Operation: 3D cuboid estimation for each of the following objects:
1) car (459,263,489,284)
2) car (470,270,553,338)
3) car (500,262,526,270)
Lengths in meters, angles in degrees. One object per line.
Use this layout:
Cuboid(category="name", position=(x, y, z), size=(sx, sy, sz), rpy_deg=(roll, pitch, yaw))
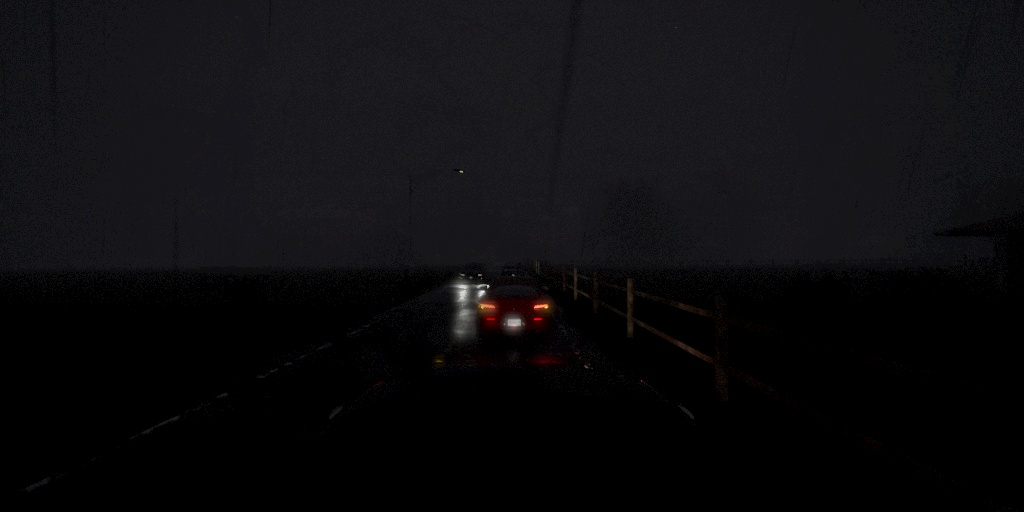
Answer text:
Cuboid(category="car", position=(-2.850, 1.266, 27.438), size=(1.837, 1.490, 4.892), rpy_deg=(0, 0, 0))
Cuboid(category="car", position=(0.068, 1.276, 10.045), size=(1.812, 1.442, 4.674), rpy_deg=(0, 0, 0))
Cuboid(category="car", position=(0.084, 1.256, 29.365), size=(2.128, 1.511, 4.902), rpy_deg=(0, 0, 0))
